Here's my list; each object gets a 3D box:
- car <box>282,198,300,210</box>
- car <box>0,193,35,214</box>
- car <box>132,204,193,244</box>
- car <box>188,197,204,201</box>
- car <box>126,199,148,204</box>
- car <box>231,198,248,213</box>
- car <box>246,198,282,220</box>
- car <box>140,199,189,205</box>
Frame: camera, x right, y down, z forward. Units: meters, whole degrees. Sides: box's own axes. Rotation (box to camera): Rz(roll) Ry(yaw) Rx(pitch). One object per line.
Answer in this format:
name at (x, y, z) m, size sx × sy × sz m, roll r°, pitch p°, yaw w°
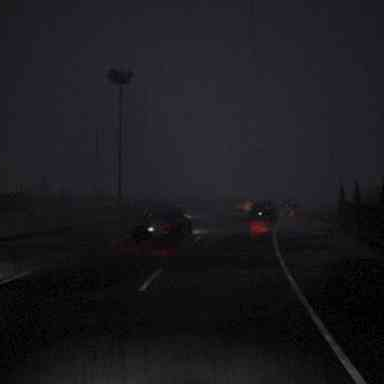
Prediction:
car at (12.303, 1.459, 41.822) m, size 1.812 × 1.442 × 4.674 m, roll 0°, pitch 0°, yaw 25°
car at (-16.095, 1.112, 28.543) m, size 2.150 × 2.045 × 5.566 m, roll 0°, pitch 0°, yaw 18°
car at (-1.256, 1.504, 15.641) m, size 1.994 × 1.385 × 4.181 m, roll 0°, pitch 0°, yaw 12°
car at (0.544, 1.489, 58.434) m, size 1.994 × 1.385 × 4.181 m, roll 0°, pitch 0°, yaw 25°
car at (-5.740, 1.450, 36.312) m, size 2.033 × 1.411 × 5.357 m, roll 0°, pitch 0°, yaw 24°
car at (5.680, 1.398, 35.681) m, size 1.882 × 1.535 × 5.008 m, roll 0°, pitch 0°, yaw 24°
car at (6.059, 1.428, 27.640) m, size 1.837 × 1.490 × 4.892 m, roll 0°, pitch -1°, yaw 21°
car at (-2.045, 1.481, 25.791) m, size 1.994 × 1.385 × 4.181 m, roll 0°, pitch 0°, yaw 18°
